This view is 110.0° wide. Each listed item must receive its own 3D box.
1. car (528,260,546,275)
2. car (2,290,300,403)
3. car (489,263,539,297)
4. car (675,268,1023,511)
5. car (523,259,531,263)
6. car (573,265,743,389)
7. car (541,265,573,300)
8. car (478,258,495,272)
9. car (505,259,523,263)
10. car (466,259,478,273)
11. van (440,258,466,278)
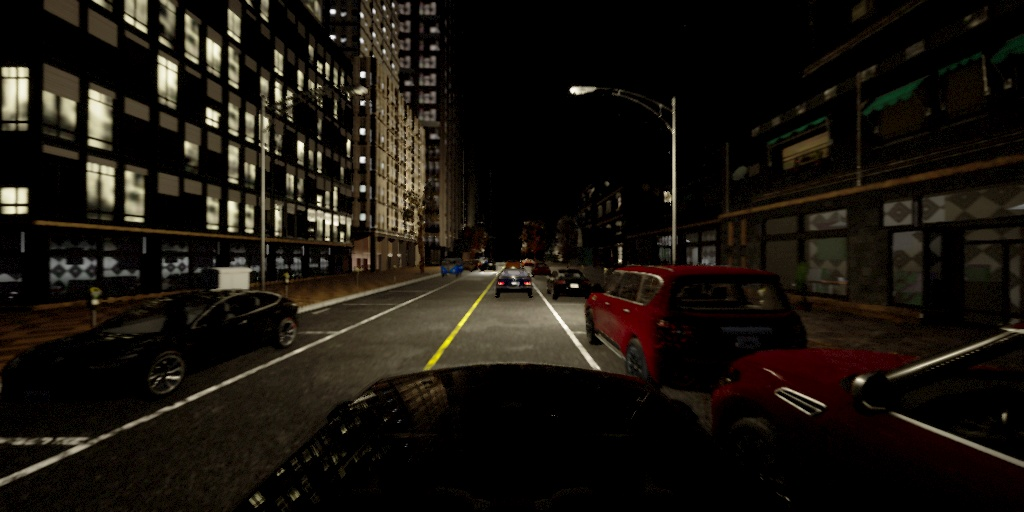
[{"bbox_3d":[2.688,1.344,34.163,1.802,1.307,4.207,0,0,0],"label":"car"},{"bbox_3d":[-5.690,1.318,6.479,1.948,1.339,4.313,0,0,0],"label":"car"},{"bbox_3d":[0.101,1.302,18.938,2.033,1.411,5.357,0,0,0],"label":"car"},{"bbox_3d":[2.691,1.064,0.941,2.192,1.841,5.009,0,0,0],"label":"car"},{"bbox_3d":[2.687,1.226,61.847,1.967,1.591,4.097,0,0,0],"label":"car"},{"bbox_3d":[2.690,1.066,6.478,2.192,1.841,5.009,0,0,0],"label":"car"},{"bbox_3d":[2.689,1.320,17.552,1.948,1.339,4.313,0,0,0],"label":"car"},{"bbox_3d":[-3.023,1.337,46.441,1.994,1.385,4.181,0,0,0],"label":"car"},{"bbox_3d":[0.096,1.250,47.137,1.882,1.535,5.008,0,0,0],"label":"car"},{"bbox_3d":[-5.693,1.297,45.068,1.751,1.417,4.829,0,0,0],"label":"car"},{"bbox_3d":[-5.693,1.104,34.164,1.690,1.789,3.998,0,0,0],"label":"van"}]
